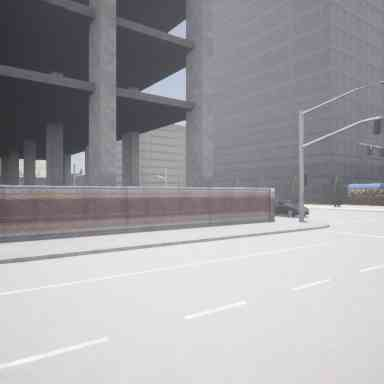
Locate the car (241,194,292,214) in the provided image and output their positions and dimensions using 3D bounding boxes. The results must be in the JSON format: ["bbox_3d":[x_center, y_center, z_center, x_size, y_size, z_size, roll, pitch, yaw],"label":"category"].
[{"bbox_3d":[8.195,1.221,37.309,2.150,2.045,5.566,0,0,-36],"label":"car"}]

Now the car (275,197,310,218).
[{"bbox_3d":[8.522,1.505,30.851,1.837,1.490,4.892,0,0,-35],"label":"car"}]
